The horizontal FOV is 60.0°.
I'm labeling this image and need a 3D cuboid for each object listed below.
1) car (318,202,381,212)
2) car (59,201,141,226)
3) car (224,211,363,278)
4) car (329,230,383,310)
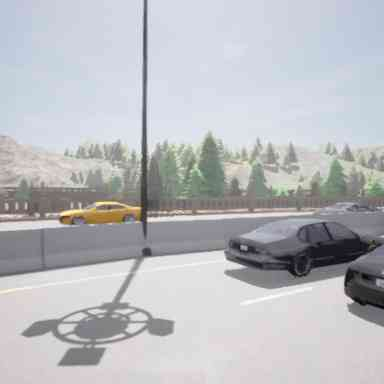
[{"bbox_3d":[9.668,1.396,20.864,4.902,1.511,2.128,0,0,-23],"label":"car"},{"bbox_3d":[-5.644,1.370,20.872,5.008,1.535,1.882,0,0,-30],"label":"car"},{"bbox_3d":[3.543,1.492,9.902,5.357,1.411,2.033,0,0,-29],"label":"car"},{"bbox_3d":[5.011,1.524,6.637,4.181,1.385,1.994,0,0,-30],"label":"car"}]
